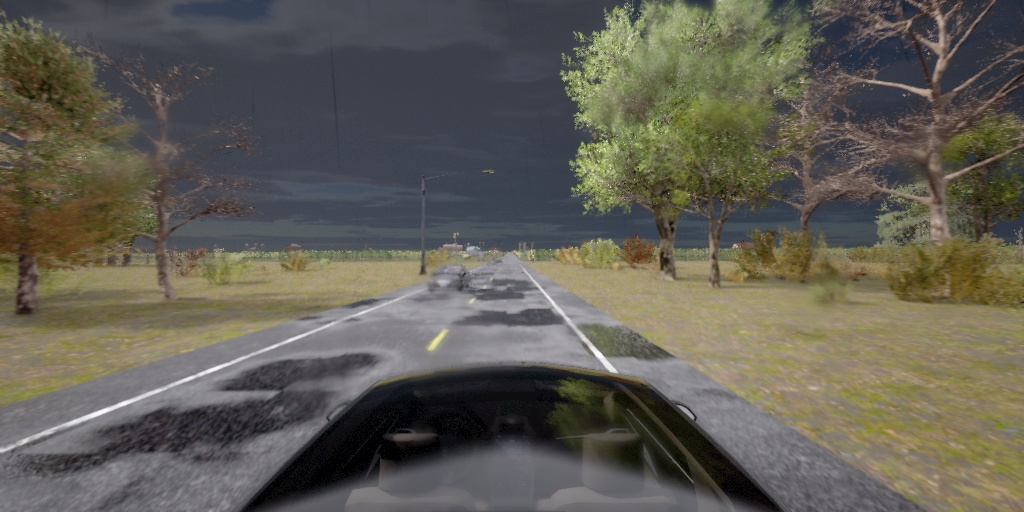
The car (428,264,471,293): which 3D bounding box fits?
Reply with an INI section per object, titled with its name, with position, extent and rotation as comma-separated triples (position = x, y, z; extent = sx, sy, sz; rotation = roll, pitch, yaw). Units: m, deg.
[car]
position = -3.497, 1.234, 20.759
extent = 2.128, 1.511, 4.902
rotation = 0, 0, 0
